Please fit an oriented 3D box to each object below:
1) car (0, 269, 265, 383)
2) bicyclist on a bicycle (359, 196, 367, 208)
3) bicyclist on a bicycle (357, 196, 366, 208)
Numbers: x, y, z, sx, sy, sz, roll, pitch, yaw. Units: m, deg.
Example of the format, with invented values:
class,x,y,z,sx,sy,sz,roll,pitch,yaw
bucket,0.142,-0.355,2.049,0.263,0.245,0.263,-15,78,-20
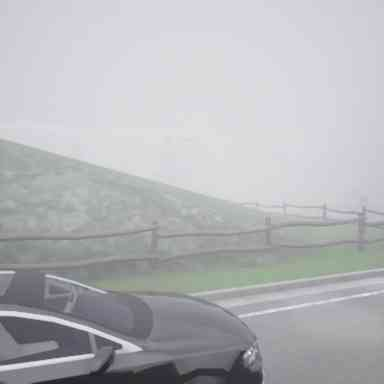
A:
class,x,y,z,sx,sy,sz,roll,pitch,yaw
car,-1.653,1.492,2.889,4.902,1.511,2.128,0,0,-23
bicyclist on a bicycle,22.789,1.296,43.822,1.656,1.620,0.582,0,0,-44
bicyclist on a bicycle,22.479,1.296,44.142,1.656,1.620,0.582,0,0,-44
